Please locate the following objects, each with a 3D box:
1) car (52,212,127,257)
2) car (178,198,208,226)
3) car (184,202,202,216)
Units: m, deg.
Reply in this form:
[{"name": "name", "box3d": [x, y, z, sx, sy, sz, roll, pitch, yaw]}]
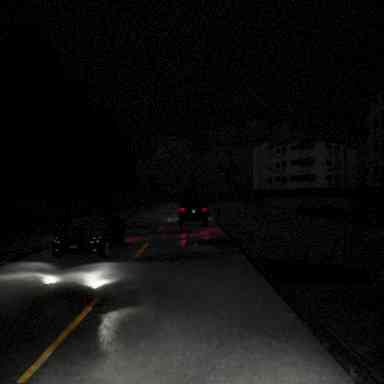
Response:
[{"name": "car", "box3d": [-3.998, 1.611, 13.693, 1.882, 1.535, 5.008, 0, -1, 0]}, {"name": "car", "box3d": [0.104, 1.477, 26.163, 2.150, 2.045, 5.566, 0, 0, 0]}, {"name": "car", "box3d": [0.105, 1.924, 38.983, 2.033, 1.411, 5.357, 0, -1, 0]}]
